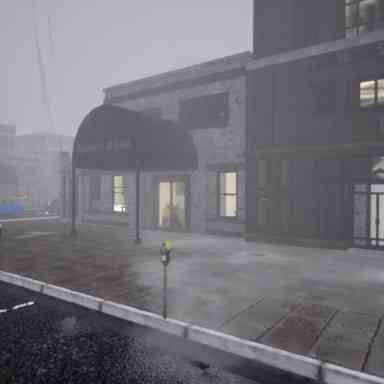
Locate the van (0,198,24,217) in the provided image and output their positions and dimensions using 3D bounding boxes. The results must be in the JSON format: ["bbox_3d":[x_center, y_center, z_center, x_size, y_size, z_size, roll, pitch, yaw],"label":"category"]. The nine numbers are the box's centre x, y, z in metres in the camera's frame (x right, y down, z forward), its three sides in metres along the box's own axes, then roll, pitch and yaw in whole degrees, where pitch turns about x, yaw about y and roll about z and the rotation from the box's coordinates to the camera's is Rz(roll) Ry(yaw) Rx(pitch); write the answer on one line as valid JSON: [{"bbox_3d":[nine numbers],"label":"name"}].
[{"bbox_3d":[-17.311,1.413,29.835,1.690,1.788,3.998,0,0,35],"label":"van"}]

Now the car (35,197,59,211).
[{"bbox_3d":[-16.423,1.410,41.209,2.097,1.767,4.553,0,0,35],"label":"car"}]
